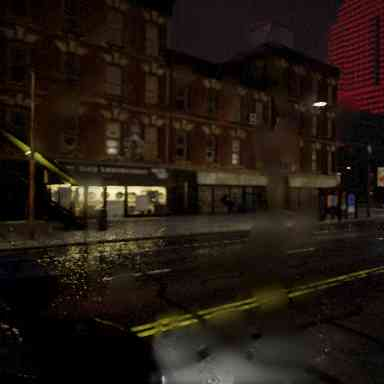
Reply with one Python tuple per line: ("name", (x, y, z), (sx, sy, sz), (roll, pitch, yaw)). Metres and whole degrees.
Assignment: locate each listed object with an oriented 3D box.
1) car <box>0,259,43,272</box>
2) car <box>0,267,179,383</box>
("car", (-4.657, 1.589, 4.969), (4.718, 1.301, 1.895), (1, 0, -36))
("car", (-2.096, 1.558, 2.252), (4.181, 1.385, 1.994), (1, 0, -35))
